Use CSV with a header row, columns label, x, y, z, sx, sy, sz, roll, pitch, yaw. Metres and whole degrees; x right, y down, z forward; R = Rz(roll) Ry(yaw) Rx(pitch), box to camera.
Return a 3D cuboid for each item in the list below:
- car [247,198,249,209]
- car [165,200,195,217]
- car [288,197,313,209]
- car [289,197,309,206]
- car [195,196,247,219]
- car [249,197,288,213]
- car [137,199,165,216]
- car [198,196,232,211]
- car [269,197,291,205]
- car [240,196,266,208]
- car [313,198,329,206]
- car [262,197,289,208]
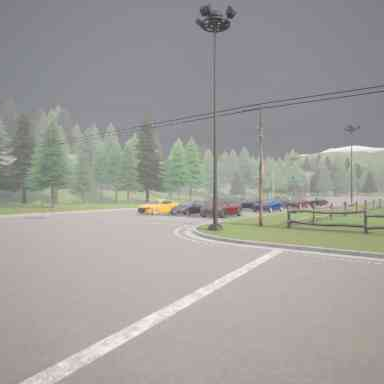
label,x,y,z,sx,sy,sz,roll,pitch,yaw
car,5.904,1.492,39.778,2.128,1.511,4.902,0,0,36
car,-0.140,1.525,31.469,1.812,1.442,4.674,0,0,36
car,14.439,1.478,45.451,1.882,1.535,5.008,0,0,37
car,18.193,1.564,56.393,1.994,1.385,4.181,0,0,37
car,2.606,1.351,29.306,2.097,1.767,4.553,0,0,36
car,8.710,1.478,37.686,1.882,1.535,5.008,0,0,36
car,-3.289,1.478,33.098,1.882,1.535,5.008,0,0,35
car,2.939,1.351,41.652,2.097,1.767,4.553,0,0,36
car,15.583,1.547,58.726,2.033,1.411,5.357,0,0,37
car,9.345,1.478,50.332,1.882,1.535,5.008,0,0,36
car,20.420,1.601,53.527,1.895,1.301,4.718,0,0,37
car,12.164,1.492,48.262,2.128,1.511,4.902,0,0,37
